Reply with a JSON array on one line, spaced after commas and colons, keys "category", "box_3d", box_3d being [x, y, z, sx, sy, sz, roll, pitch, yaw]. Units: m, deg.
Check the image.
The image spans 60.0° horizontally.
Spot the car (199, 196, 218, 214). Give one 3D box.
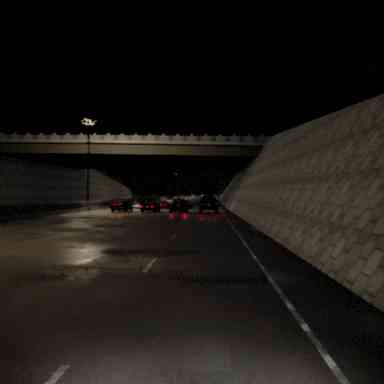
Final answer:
[{"category": "car", "box_3d": [1.991, 1.498, 40.233, 2.150, 2.045, 5.566, 1, 0, 3]}]

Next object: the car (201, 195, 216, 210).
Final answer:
[{"category": "car", "box_3d": [2.534, 1.570, 50.638, 2.150, 2.045, 5.566, 1, 0, 3]}]

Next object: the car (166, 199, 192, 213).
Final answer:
[{"category": "car", "box_3d": [-1.489, 1.590, 40.737, 2.097, 1.767, 4.553, 1, 0, 3]}]

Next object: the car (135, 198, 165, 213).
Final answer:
[{"category": "car", "box_3d": [-5.004, 1.742, 40.566, 2.033, 1.411, 5.357, 1, 0, 3]}]

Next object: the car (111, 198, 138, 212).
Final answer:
[{"category": "car", "box_3d": [-8.499, 1.645, 40.749, 2.128, 1.511, 4.902, 1, 0, 3]}]

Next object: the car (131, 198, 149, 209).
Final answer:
[{"category": "car", "box_3d": [-7.956, 1.730, 51.154, 1.837, 1.490, 4.892, 1, 0, 3]}]
